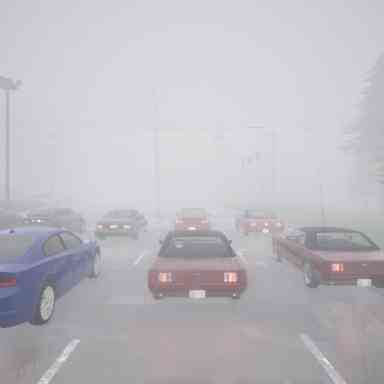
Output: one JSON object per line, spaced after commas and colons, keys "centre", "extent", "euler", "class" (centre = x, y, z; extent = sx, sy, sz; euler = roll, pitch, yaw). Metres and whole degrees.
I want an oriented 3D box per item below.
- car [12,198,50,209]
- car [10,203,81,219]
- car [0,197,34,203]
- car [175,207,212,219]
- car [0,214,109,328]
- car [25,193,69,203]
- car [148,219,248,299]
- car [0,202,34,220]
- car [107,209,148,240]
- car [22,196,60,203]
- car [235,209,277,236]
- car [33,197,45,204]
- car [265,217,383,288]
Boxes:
{"centre": [-21.731, 1.564, 44.936], "extent": [4.181, 1.385, 1.994], "euler": [0, 0, -6], "class": "car"}
{"centre": [-6.935, 1.505, 16.975], "extent": [1.837, 1.490, 4.892], "euler": [0, 0, 0], "class": "car"}
{"centre": [-19.737, 1.547, 34.406], "extent": [5.357, 1.411, 2.033], "euler": [0, 0, -5], "class": "car"}
{"centre": [0.053, 1.526, 17.479], "extent": [1.812, 1.442, 4.674], "euler": [0, 0, 1], "class": "car"}
{"centre": [-3.407, 1.478, 7.118], "extent": [1.882, 1.535, 5.008], "euler": [0, 0, 0], "class": "car"}
{"centre": [-21.458, 1.222, 48.726], "extent": [5.566, 2.045, 2.150], "euler": [0, 0, -10], "class": "car"}
{"centre": [0.091, 1.601, 8.376], "extent": [1.895, 1.301, 4.718], "euler": [0, 0, 0], "class": "car"}
{"centre": [-10.436, 1.491, 16.959], "extent": [2.128, 1.511, 4.902], "euler": [0, 0, 0], "class": "car"}
{"centre": [-3.429, 1.547, 16.928], "extent": [2.033, 1.411, 5.357], "euler": [0, 0, 0], "class": "car"}
{"centre": [-19.873, 1.547, 41.601], "extent": [5.357, 1.411, 2.033], "euler": [0, 0, -8], "class": "car"}
{"centre": [3.542, 1.601, 18.336], "extent": [1.895, 1.301, 4.718], "euler": [0, 0, -1], "class": "car"}
{"centre": [-19.625, 1.564, 38.070], "extent": [4.181, 1.385, 1.994], "euler": [0, 0, -8], "class": "car"}
{"centre": [3.592, 1.601, 9.168], "extent": [1.895, 1.301, 4.718], "euler": [0, 0, 0], "class": "car"}
